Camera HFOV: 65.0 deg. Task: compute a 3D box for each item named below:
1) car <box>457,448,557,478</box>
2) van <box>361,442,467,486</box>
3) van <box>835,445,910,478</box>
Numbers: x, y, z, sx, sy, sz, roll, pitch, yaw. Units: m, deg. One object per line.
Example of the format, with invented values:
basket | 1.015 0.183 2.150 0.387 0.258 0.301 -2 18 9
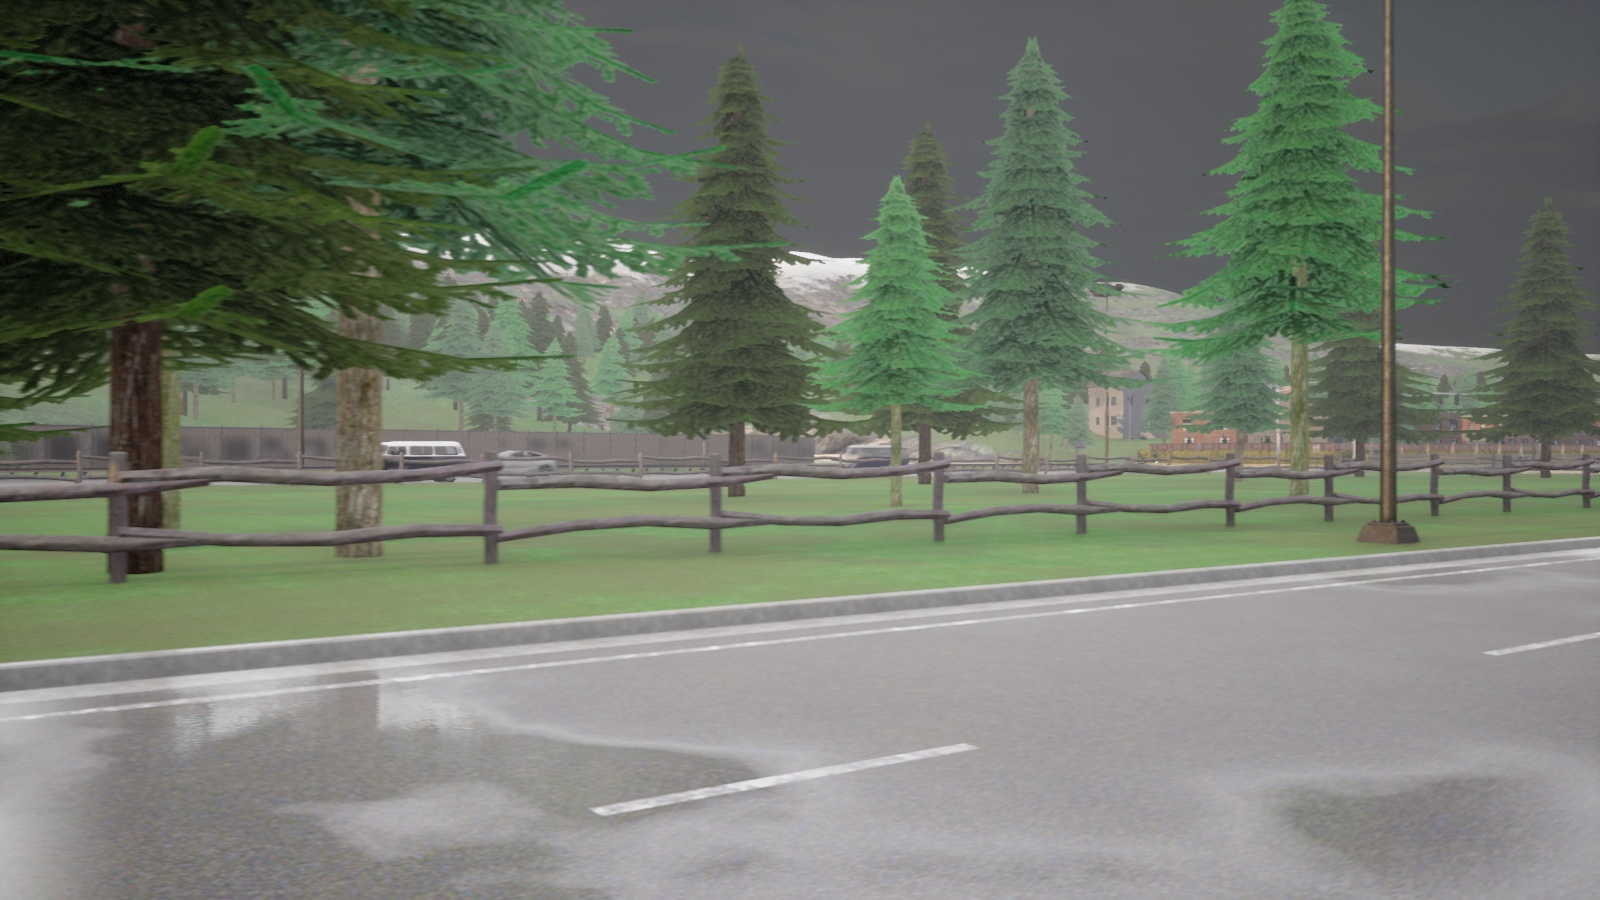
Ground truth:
car | -16.494 0.732 70.839 5.027 1.651 2.152 0 0 -35
van | -18.665 0.659 60.770 4.480 2.038 2.069 0 0 -35
van | 4.432 0.677 76.957 4.442 1.987 1.775 0 0 -35
